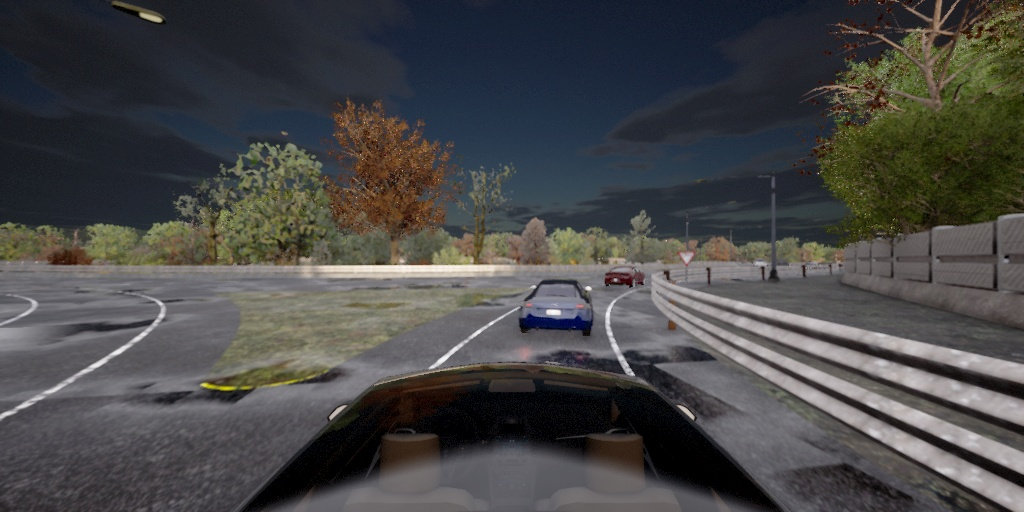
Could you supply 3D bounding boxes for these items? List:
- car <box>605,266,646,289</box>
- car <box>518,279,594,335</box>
[{"bbox_3d":[8.386,1.481,26.310,1.882,1.535,5.008,-1,0,34],"label":"car"},{"bbox_3d":[1.466,1.407,10.999,1.994,1.385,4.181,0,0,12],"label":"car"}]
